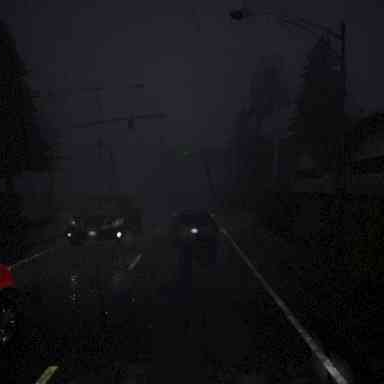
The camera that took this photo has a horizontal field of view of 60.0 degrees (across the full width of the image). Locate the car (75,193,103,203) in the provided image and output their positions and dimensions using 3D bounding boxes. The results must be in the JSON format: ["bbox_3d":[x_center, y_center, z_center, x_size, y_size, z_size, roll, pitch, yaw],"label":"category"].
[{"bbox_3d":[-16.228,0.957,52.330,3.806,1.475,1.970,0,0,-1],"label":"car"}]

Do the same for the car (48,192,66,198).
[{"bbox_3d":[-35.178,0.717,86.606,3.806,1.475,1.970,0,0,-1],"label":"car"}]

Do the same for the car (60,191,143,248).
[{"bbox_3d":[-3.537,1.110,14.631,2.150,2.045,5.566,0,0,0],"label":"car"}]

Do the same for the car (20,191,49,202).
[{"bbox_3d":[-24.707,0.694,52.233,4.605,1.855,1.932,0,0,-1],"label":"car"}]

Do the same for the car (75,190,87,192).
[{"bbox_3d":[-16.817,0.699,48.999,3.866,1.878,1.905,0,0,-1],"label":"car"}]

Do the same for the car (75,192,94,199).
[{"bbox_3d":[-24.106,0.744,74.688,3.633,1.501,1.845,0,0,-1],"label":"car"}]

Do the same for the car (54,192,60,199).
[{"bbox_3d":[-24.080,0.799,64.695,4.514,1.523,2.007,0,0,-1],"label":"car"}]

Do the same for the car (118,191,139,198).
[{"bbox_3d":[-16.512,0.664,86.585,5.027,1.636,2.152,0,0,-1],"label":"car"}]

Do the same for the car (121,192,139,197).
[{"bbox_3d":[-16.586,0.649,89.722,4.514,1.523,2.007,0,0,-1],"label":"car"}]

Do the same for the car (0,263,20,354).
[{"bbox_3d":[-3.590,1.328,2.977,2.097,1.767,4.553,0,0,0],"label":"car"}]

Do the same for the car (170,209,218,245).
[{"bbox_3d":[0.088,1.449,14.839,1.994,1.385,4.181,0,0,0],"label":"car"}]
